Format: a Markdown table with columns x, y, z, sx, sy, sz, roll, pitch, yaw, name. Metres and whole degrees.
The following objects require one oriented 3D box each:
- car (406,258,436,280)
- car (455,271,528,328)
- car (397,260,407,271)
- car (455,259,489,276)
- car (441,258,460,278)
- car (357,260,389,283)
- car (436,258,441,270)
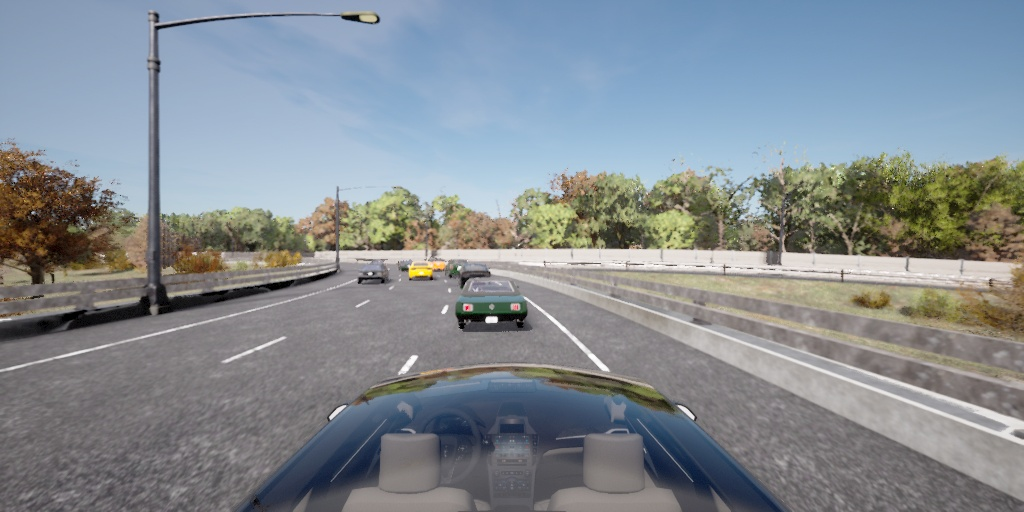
| x | y | z | sx | sy | sz | roll | pitch | yaw | name |
| --- | --- | --- | --- | --- | --- | --- | --- | --- | --- |
| -7.810 | 1.179 | 30.713 | 1.882 | 1.535 | 5.008 | 0 | 0 | -15 | car |
| -0.694 | 1.333 | 11.350 | 1.895 | 1.301 | 4.718 | 0 | 0 | -5 | car |
| -13.536 | 1.241 | 46.138 | 1.994 | 1.385 | 4.181 | 0 | 0 | -24 | car |
| -2.460 | 1.189 | 22.962 | 1.882 | 1.535 | 5.008 | 0 | 0 | -11 | car |
| -5.181 | 1.044 | 33.926 | 2.097 | 1.767 | 4.553 | 0 | 0 | -17 | car |
| -10.422 | 1.259 | 27.143 | 2.033 | 1.411 | 5.357 | 0 | 0 | -15 | car |
| -10.079 | 1.025 | 46.913 | 2.097 | 1.767 | 4.553 | 0 | 0 | -23 | car |
